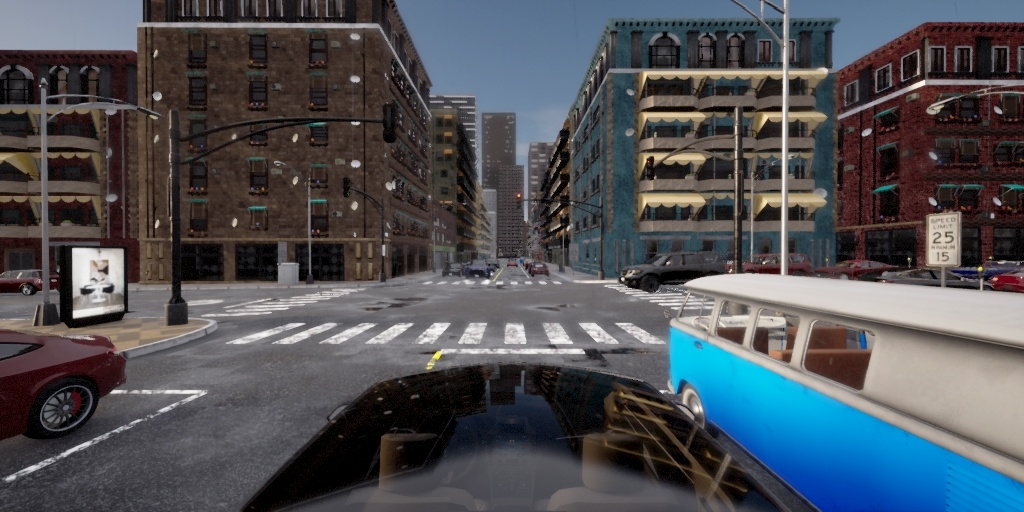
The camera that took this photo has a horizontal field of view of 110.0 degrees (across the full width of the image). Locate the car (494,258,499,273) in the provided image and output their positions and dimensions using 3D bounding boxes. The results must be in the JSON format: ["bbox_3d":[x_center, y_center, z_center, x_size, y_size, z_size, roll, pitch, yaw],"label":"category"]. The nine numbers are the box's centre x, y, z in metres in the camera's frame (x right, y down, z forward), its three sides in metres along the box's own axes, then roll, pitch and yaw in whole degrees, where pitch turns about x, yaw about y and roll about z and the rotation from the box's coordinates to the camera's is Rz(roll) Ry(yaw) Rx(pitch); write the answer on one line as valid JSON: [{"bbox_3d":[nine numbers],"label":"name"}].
[{"bbox_3d":[-3.042,1.320,43.553,1.994,1.385,4.181,0,0,1],"label":"car"}]

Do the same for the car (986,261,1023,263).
[{"bbox_3d":[27.108,0.923,19.791,4.718,1.301,1.895,-1,0,0],"label":"car"}]

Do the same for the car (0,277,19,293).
[{"bbox_3d":[-22.380,1.637,13.577,4.403,1.370,2.007,0,0,0],"label":"car"}]

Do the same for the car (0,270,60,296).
[{"bbox_3d":[-30.238,1.574,22.169,4.097,1.591,1.967,0,0,0],"label":"car"}]

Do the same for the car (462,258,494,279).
[{"bbox_3d":[-3.005,1.104,32.437,2.097,1.767,4.553,0,0,-1],"label":"car"}]

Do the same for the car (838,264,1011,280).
[{"bbox_3d":[15.808,1.097,13.937,4.313,1.339,1.948,0,0,0],"label":"car"}]

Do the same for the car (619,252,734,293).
[{"bbox_3d":[8.691,0.828,19.375,5.566,2.045,2.150,-2,0,-4],"label":"car"}]

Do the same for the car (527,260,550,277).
[{"bbox_3d":[2.727,1.334,35.173,1.802,1.307,4.207,0,0,0],"label":"car"}]

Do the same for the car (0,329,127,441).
[{"bbox_3d":[-5.691,1.332,2.789,1.802,1.307,4.207,0,0,0],"label":"car"}]

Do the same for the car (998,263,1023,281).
[{"bbox_3d":[21.378,1.033,13.971,4.207,1.307,1.802,0,0,0],"label":"car"}]

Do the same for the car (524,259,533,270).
[{"bbox_3d":[2.734,1.320,40.696,1.948,1.339,4.313,0,0,0],"label":"car"}]

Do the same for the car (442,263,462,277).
[{"bbox_3d":[-5.654,1.318,35.194,1.948,1.339,4.313,0,0,0],"label":"car"}]

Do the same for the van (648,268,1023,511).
[{"bbox_3d":[2.690,1.091,2.779,1.690,1.789,3.998,0,0,0],"label":"van"}]

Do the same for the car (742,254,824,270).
[{"bbox_3d":[15.796,0.781,22.318,5.009,1.841,2.192,0,0,0],"label":"car"}]

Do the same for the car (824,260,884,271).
[{"bbox_3d":[21.366,0.930,22.351,4.507,1.381,1.888,0,0,0],"label":"car"}]

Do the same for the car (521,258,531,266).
[{"bbox_3d":[2.746,1.305,51.743,1.888,1.381,4.507,0,0,0],"label":"car"}]
